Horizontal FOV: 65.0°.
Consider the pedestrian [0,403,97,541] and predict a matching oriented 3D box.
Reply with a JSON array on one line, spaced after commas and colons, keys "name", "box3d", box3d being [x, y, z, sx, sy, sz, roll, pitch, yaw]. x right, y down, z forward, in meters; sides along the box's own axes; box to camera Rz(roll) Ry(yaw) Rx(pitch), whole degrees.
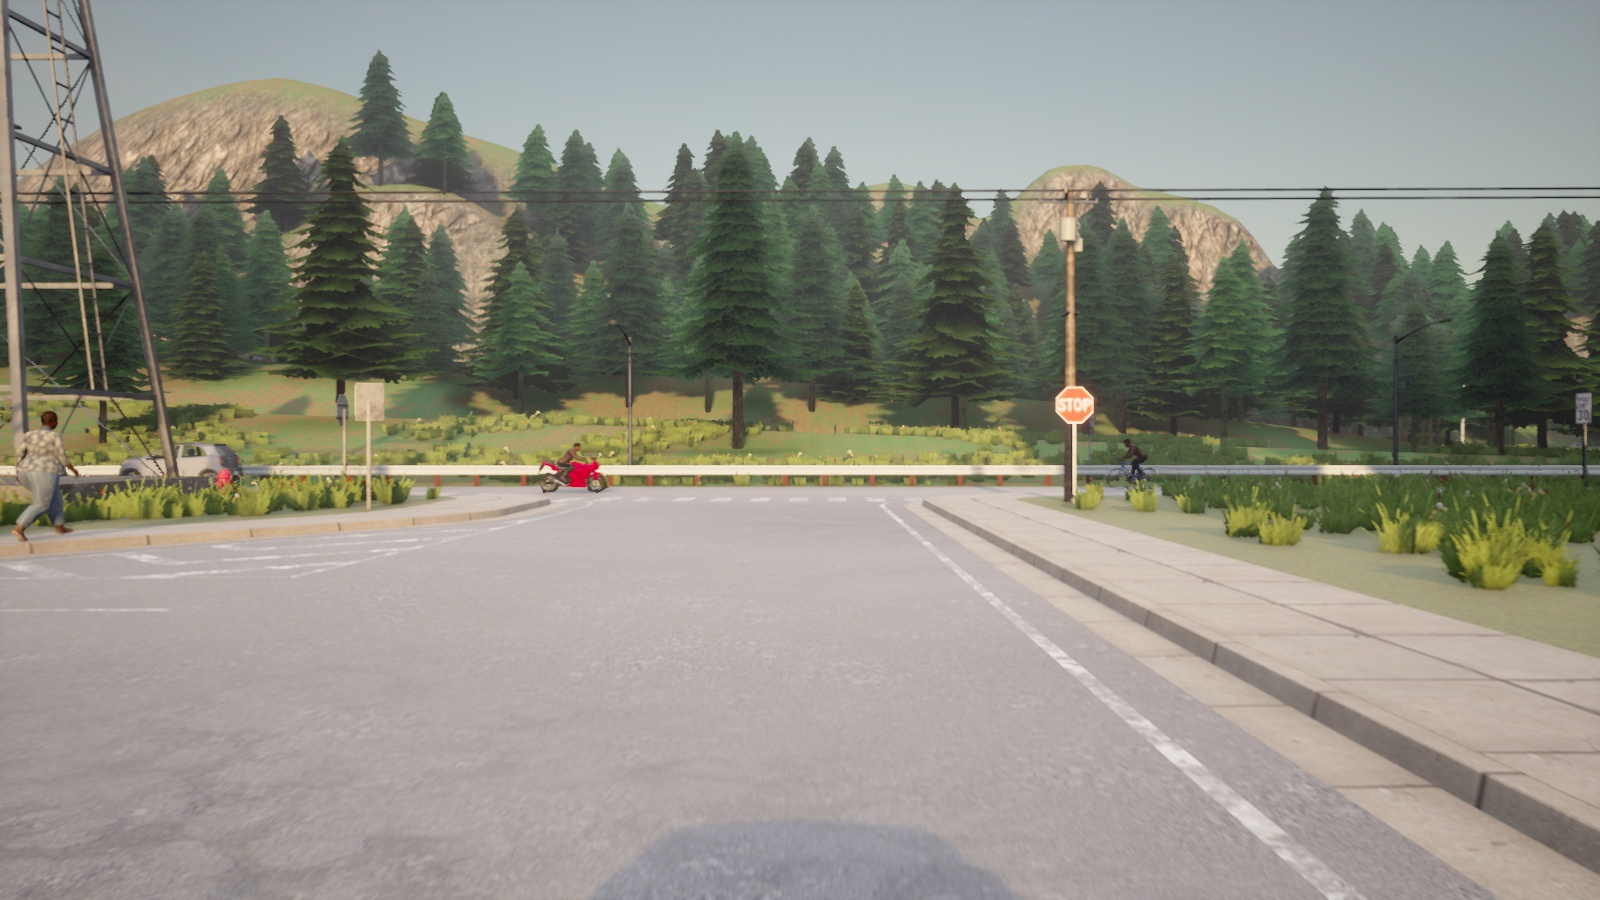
[{"name": "pedestrian", "box3d": [-10.467, 0.295, 17.406, 0.874, 1.855, 0.900, 0, 0, 21]}]

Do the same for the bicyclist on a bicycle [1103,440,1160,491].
[{"name": "bicyclist on a bicycle", "box3d": [10.545, 0.482, 39.996, 1.656, 1.620, 0.582, 0, 0, 1]}]

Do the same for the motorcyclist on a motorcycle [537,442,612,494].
[{"name": "motorcyclist on a motorcycle", "box3d": [-6.604, 0.515, 36.896, 2.044, 1.523, 0.797, 0, 0, 1]}]

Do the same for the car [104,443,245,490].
[{"name": "car", "box3d": [-20.233, 0.515, 40.716, 3.633, 1.501, 1.845, 0, 0, 1]}]
